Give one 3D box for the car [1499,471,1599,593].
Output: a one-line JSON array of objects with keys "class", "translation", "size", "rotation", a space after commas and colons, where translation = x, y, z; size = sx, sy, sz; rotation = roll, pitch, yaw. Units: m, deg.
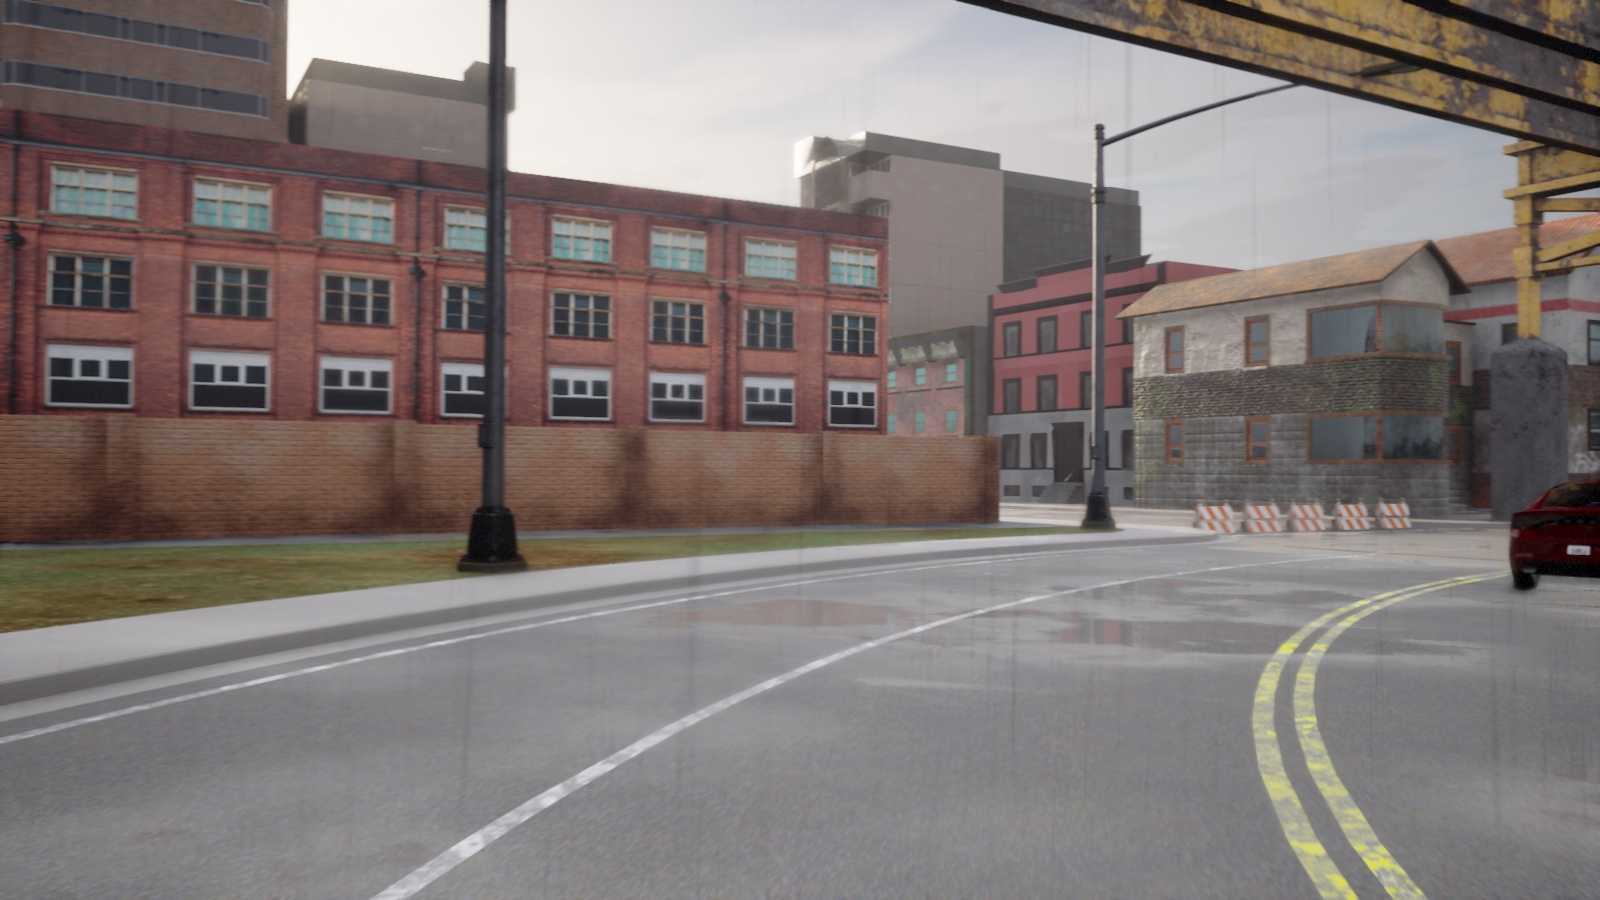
[{"class": "car", "translation": [11.679, 1.065, 17.797], "size": [1.882, 1.535, 5.008], "rotation": [-1, -1, 44]}]
